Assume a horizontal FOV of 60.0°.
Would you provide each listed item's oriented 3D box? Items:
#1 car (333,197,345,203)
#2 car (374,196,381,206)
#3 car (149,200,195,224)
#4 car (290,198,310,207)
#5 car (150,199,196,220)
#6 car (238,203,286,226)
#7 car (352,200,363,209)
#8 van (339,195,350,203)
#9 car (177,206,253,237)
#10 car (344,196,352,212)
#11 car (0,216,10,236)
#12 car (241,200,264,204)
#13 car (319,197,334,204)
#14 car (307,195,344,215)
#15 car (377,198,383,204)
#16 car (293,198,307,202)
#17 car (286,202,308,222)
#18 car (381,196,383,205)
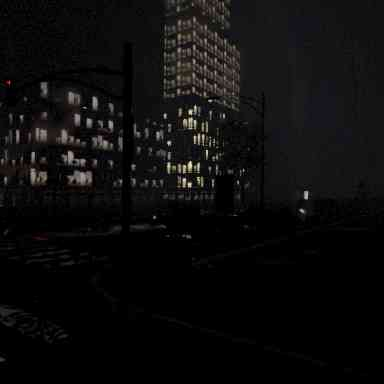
[{"bbox_3d":[34.686,1.862,78.391,1.752,1.417,4.829,1,0,36],"label":"car"},{"bbox_3d":[35.029,1.940,64.757,1.752,1.417,4.829,1,0,36],"label":"car"},{"bbox_3d":[-1.168,1.561,25.509,2.128,1.511,4.902,1,0,37],"label":"car"},{"bbox_3d":[18.189,1.727,56.071,1.752,1.417,4.829,1,0,36],"label":"car"},{"bbox_3d":[-1.608,1.481,29.500,1.967,1.590,4.097,1,0,36],"label":"car"},{"bbox_3d":[4.707,1.737,23.515,1.947,1.339,4.313,1,0,36],"label":"car"},{"bbox_3d":[25.031,1.773,51.228,1.967,1.590,4.097,1,0,36],"label":"car"},{"bbox_3d":[38.088,1.706,82.991,1.690,1.788,3.998,1,0,36],"label":"van"},{"bbox_3d":[1.449,1.696,19.106,2.008,1.369,4.403,1,0,36],"label":"car"},{"bbox_3d":[18.474,1.720,42.271,1.967,1.590,4.097,1,0,36],"label":"car"},{"bbox_3d":[-10.677,1.499,14.398,4.892,1.490,1.837,1,1,-38],"label":"car"},{"bbox_3d":[6.501,1.621,35.874,2.128,1.511,4.902,1,1,37],"label":"car"},{"bbox_3d":[28.188,1.849,69.599,1.947,1.339,4.313,1,0,36],"label":"car"},{"bbox_3d":[15.202,1.569,37.787,2.192,1.841,5.009,1,0,36],"label":"car"},{"bbox_3d":[44.826,2.047,78.012,2.008,1.369,4.403,1,0,36],"label":"car"},{"bbox_3d":[16.091,1.737,48.701,1.837,1.490,4.892,1,0,36],"label":"car"},{"bbox_3d":[7.964,1.779,27.922,1.802,1.307,4.206,1,0,36],"label":"car"},{"bbox_3d":[41.529,1.784,73.548,2.192,1.841,5.009,1,0,36],"label":"car"}]
